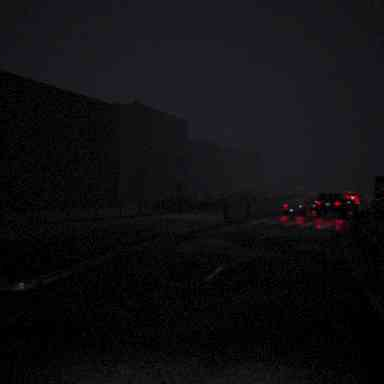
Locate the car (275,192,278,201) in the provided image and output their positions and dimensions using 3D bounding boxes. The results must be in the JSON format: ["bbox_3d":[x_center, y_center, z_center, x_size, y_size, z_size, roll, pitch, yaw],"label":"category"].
[{"bbox_3d":[12.650,0.770,60.391,4.553,1.767,2.185,1,1,31],"label":"car"}]

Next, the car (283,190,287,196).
[{"bbox_3d":[15.503,0.726,65.111,4.553,1.767,2.185,1,1,30],"label":"car"}]

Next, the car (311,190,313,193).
[{"bbox_3d":[28.048,0.732,86.521,4.792,1.488,2.163,1,1,31],"label":"car"}]

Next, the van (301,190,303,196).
[{"bbox_3d":[22.640,0.534,77.047,4.442,1.987,1.878,1,1,31],"label":"van"}]

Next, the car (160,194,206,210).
[{"bbox_3d":[-1.300,0.995,36.599,4.553,1.767,2.185,1,1,31],"label":"car"}]

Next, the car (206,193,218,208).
[{"bbox_3d":[0.069,1.106,38.999,5.008,1.535,2.097,1,1,31],"label":"car"}]

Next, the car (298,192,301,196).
[{"bbox_3d":[21.079,0.776,74.625,4.892,1.521,2.231,1,1,31],"label":"car"}]

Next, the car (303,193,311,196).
[{"bbox_3d":[14.941,1.269,39.613,1.837,1.490,4.892,1,1,31],"label":"car"}]

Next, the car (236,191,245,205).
[{"bbox_3d":[4.270,1.048,46.129,4.892,1.521,2.231,1,1,31],"label":"car"}]

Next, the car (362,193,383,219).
[{"bbox_3d":[17.888,1.289,29.465,4.553,1.767,2.185,1,1,31],"label":"car"}]

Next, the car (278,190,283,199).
[{"bbox_3d":[14.049,0.748,62.766,4.553,1.767,2.185,1,1,31],"label":"car"}]

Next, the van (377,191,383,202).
[{"bbox_3d":[36.334,0.874,60.534,4.442,1.987,1.878,1,1,31],"label":"van"}]

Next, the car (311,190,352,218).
[{"bbox_3d":[12.465,1.098,29.502,2.150,2.045,5.566,1,1,31],"label":"car"}]

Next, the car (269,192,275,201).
[{"bbox_3d":[11.271,0.920,58.005,5.008,1.535,2.097,1,1,30],"label":"car"}]

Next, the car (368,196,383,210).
[{"bbox_3d":[23.574,1.320,39.171,5.008,1.535,2.097,1,1,31],"label":"car"}]

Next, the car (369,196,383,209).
[{"bbox_3d":[24.934,1.296,41.451,4.892,1.521,2.231,1,1,31],"label":"car"}]

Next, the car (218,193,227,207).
[{"bbox_3d":[1.475,1.127,41.370,4.674,1.452,2.002,1,1,31],"label":"car"}]

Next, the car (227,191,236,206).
[{"bbox_3d":[2.901,0.943,43.729,4.553,1.767,2.185,1,1,31],"label":"car"}]

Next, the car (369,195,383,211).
[{"bbox_3d":[22.130,1.224,36.650,4.553,1.767,2.185,1,1,31],"label":"car"}]

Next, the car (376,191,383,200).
[{"bbox_3d":[46.099,0.731,77.359,5.566,2.045,2.435,1,1,31],"label":"car"}]

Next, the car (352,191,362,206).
[{"bbox_3d":[22.876,0.927,47.232,2.150,2.045,5.566,1,1,31],"label":"car"}]

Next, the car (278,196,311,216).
[{"bbox_3d":[9.896,1.357,31.044,1.812,1.442,4.674,1,1,31],"label":"car"}]

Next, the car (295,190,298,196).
[{"bbox_3d":[19.680,0.794,72.250,4.892,1.521,2.231,1,1,31],"label":"car"}]

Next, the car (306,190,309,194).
[{"bbox_3d":[25.114,0.723,81.849,5.366,1.575,1.946,1,1,31],"label":"car"}]

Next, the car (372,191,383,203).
[{"bbox_3d":[33.433,0.890,55.793,5.566,2.045,2.435,1,1,31],"label":"car"}]

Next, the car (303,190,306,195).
[{"bbox_3d":[23.876,0.783,79.378,4.674,1.452,2.002,1,1,31],"label":"car"}]

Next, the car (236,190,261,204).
[{"bbox_3d":[7.053,0.744,50.886,5.566,2.045,2.435,1,1,31],"label":"car"}]

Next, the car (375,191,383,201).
[{"bbox_3d":[41.862,0.773,70.182,5.566,2.045,2.435,1,1,31],"label":"car"}]

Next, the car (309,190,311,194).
[{"bbox_3d":[26.679,0.716,84.126,4.892,1.521,2.231,1,1,31],"label":"car"}]

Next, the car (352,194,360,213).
[{"bbox_3d":[17.672,1.298,38.343,2.128,1.511,4.902,1,1,31],"label":"car"}]

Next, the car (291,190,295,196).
[{"bbox_3d":[18.280,0.812,69.875,4.892,1.521,2.231,1,1,31],"label":"car"}]

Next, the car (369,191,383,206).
[{"bbox_3d":[29.209,0.961,48.751,5.566,2.045,2.435,1,1,31],"label":"car"}]

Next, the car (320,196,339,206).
[{"bbox_3d":[19.895,1.268,48.094,1.895,1.301,4.718,1,1,31],"label":"car"}]

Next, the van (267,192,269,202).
[{"bbox_3d":[9.978,0.721,55.564,4.442,1.987,1.878,1,1,31],"label":"van"}]

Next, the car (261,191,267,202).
[{"bbox_3d":[8.635,0.970,53.157,5.366,1.575,1.946,1,1,31],"label":"car"}]

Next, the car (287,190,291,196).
[{"bbox_3d":[16.880,0.832,67.500,4.892,1.521,2.231,1,1,31],"label":"car"}]

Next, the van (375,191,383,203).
[{"bbox_3d":[34.721,0.891,58.262,4.442,1.987,1.878,1,1,31],"label":"van"}]
